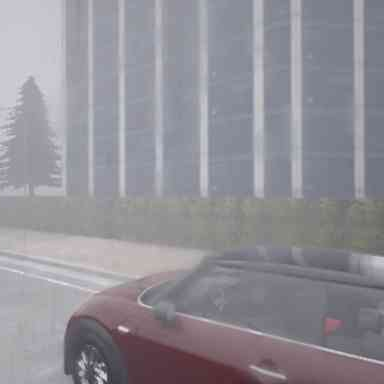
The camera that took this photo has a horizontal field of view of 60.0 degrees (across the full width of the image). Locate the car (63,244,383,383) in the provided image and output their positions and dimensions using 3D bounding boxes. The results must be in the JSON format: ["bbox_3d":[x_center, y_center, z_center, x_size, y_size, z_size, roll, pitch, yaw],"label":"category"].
[{"bbox_3d":[0.676,1.361,3.510,4.553,1.767,2.097,0,0,36],"label":"car"}]
